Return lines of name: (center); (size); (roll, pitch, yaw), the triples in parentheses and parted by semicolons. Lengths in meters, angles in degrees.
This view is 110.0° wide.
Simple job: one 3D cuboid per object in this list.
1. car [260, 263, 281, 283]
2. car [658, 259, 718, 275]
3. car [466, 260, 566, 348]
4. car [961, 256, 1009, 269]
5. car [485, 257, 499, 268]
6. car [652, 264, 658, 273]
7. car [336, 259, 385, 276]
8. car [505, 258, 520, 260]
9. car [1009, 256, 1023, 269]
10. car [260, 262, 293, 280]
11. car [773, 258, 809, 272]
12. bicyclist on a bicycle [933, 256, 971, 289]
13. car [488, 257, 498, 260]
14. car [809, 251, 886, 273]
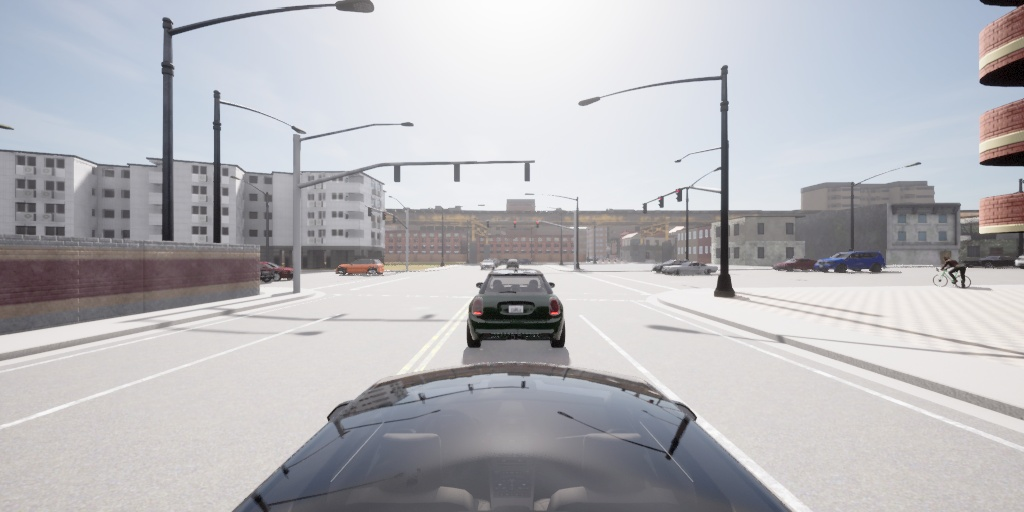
car: (-19.819, 1.351, 25.851); (4.718, 1.301, 1.895); (0, 0, 1)
car: (17.338, 1.218, 35.125); (4.718, 1.301, 1.895); (-1, 0, 1)
car: (0.092, 1.102, 9.425); (2.097, 1.767, 4.553); (0, 0, 0)
car: (50.719, 0.663, 37.828); (4.718, 1.301, 1.895); (-1, 0, 2)
car: (-3.489, 1.101, 62.580); (2.097, 1.767, 4.553); (0, 0, 0)
car: (17.619, 1.109, 38.617); (4.902, 1.511, 2.128); (-1, 0, 1)
car: (-15.406, 1.101, 36.452); (4.553, 1.767, 2.097); (0, 0, 2)
car: (0.131, 1.254, 57.024); (1.837, 1.490, 4.892); (0, 0, 1)
car: (52.080, 0.244, 34.284); (5.566, 2.045, 2.150); (-1, 0, 1)
car: (-20.270, 1.227, 29.320); (5.008, 1.535, 1.882); (0, 0, 1)
car: (30.544, 0.944, 38.341); (4.674, 1.442, 1.812); (-1, 0, 0)
bicyclist on a bicycle: (22.671, 0.844, 18.515); (0.582, 1.620, 1.656); (-1, 0, 1)
car: (-3.525, 1.275, 52.862); (1.812, 1.442, 4.674); (0, 0, 0)
car: (32.788, 0.599, 34.799); (5.566, 2.045, 2.150); (-1, 0, 1)
